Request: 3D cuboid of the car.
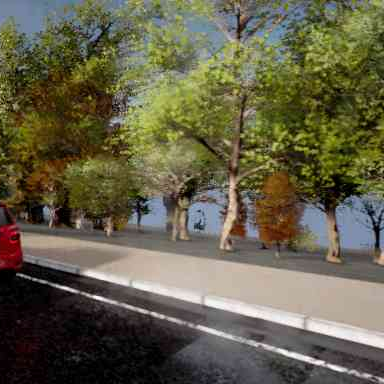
[{"bbox_3d":[-6.444,1.169,8.281,5.566,2.045,2.150,0,0,35],"label":"car"}]
